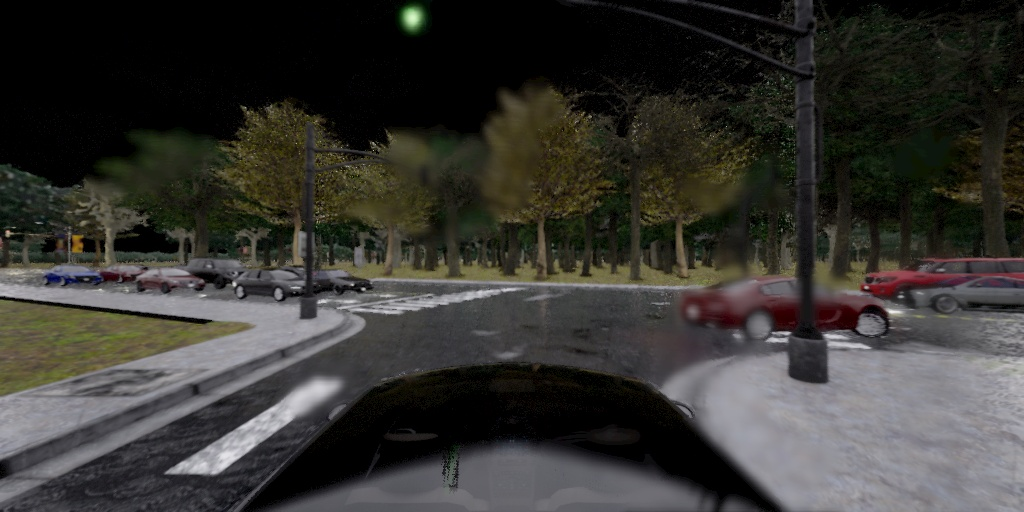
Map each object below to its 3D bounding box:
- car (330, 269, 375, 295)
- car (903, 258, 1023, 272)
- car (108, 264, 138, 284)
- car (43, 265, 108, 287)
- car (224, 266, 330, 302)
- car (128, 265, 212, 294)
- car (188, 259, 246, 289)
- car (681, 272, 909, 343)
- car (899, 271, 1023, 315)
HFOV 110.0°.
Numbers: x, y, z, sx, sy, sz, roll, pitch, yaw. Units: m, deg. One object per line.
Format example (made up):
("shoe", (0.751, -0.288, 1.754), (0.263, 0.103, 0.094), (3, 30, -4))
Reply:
("car", (-10.731, 1.481, 21.106), (5.357, 1.411, 2.033), (0, -1, 23))
("car", (19.060, 1.101, 15.646), (5.566, 2.045, 2.150), (0, -1, 23))
("car", (-33.013, 1.508, 30.669), (5.008, 1.535, 1.882), (0, -1, 23))
("car", (-33.567, 1.463, 27.367), (5.008, 1.535, 1.882), (0, -1, 23))
("car", (-11.832, 1.396, 18.039), (4.892, 1.490, 1.837), (0, -1, 23))
("car", (-20.929, 1.458, 21.937), (4.674, 1.442, 1.812), (0, -1, 23))
("car", (-20.590, 1.199, 25.328), (5.566, 2.045, 2.150), (0, -1, 23))
("car", (7.097, 1.275, 9.485), (5.008, 1.535, 1.882), (0, -3, -7))
("car", (16.843, 1.407, 13.048), (4.181, 1.385, 1.994), (0, -1, 23))
